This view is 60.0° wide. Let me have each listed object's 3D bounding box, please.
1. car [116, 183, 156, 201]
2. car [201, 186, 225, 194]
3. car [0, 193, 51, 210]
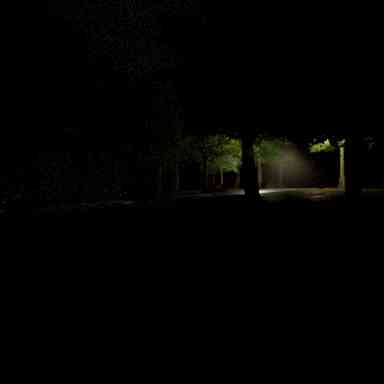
[{"bbox_3d":[-6.964,-0.038,42.204,2.150,2.045,5.566,-1,2,37],"label":"car"},{"bbox_3d":[3.532,-0.300,55.761,1.895,1.301,4.718,-1,2,38],"label":"car"},{"bbox_3d":[-15.627,0.824,30.993,1.812,1.442,4.674,-1,2,37],"label":"car"}]
